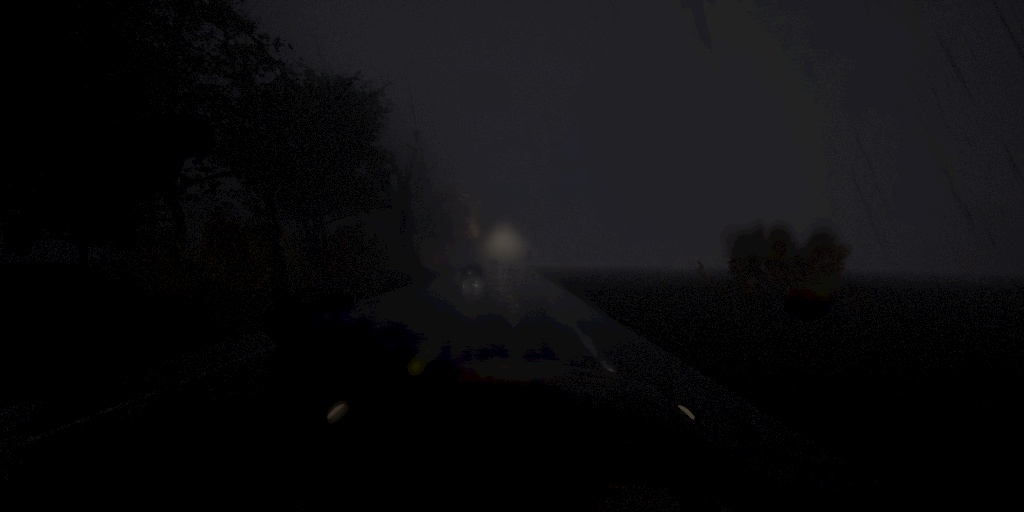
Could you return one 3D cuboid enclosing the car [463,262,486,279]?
[{"bbox_3d":[-3.590,1.354,34.562,2.128,1.511,4.902,0,0,0],"label":"car"}]
